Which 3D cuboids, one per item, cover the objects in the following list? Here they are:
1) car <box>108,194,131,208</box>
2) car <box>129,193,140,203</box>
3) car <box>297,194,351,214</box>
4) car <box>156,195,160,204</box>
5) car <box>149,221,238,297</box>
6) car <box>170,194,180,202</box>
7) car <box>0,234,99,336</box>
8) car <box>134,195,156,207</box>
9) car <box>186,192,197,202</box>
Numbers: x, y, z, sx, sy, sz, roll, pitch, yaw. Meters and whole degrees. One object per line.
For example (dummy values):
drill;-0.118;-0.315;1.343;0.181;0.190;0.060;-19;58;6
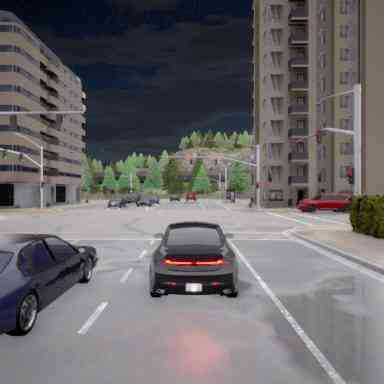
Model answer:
car;-10.671;1.491;47.589;2.128;1.511;4.902;0;0;0
car;-10.668;1.213;60.147;2.150;2.045;5.566;0;1;1
car;13.915;1.221;34.692;5.566;2.045;2.150;0;0;0
car;-7.171;1.351;61.477;2.097;1.767;4.553;0;0;0
car;0.048;1.505;8.528;1.837;1.490;4.892;0;0;0
car;-3.634;1.192;72.985;2.097;1.767;4.553;0;0;0
car;-3.462;1.547;6.598;2.033;1.411;5.357;0;0;0
car;-7.167;1.563;50.946;1.994;1.385;4.181;0;0;0
car;-0.134;1.062;73.052;2.150;2.045;5.566;0;0;0
